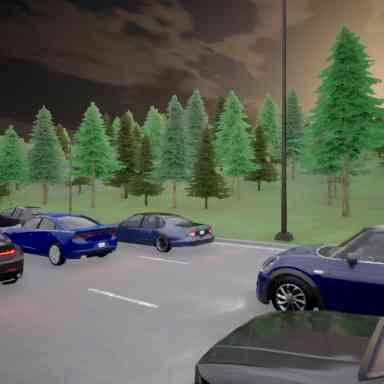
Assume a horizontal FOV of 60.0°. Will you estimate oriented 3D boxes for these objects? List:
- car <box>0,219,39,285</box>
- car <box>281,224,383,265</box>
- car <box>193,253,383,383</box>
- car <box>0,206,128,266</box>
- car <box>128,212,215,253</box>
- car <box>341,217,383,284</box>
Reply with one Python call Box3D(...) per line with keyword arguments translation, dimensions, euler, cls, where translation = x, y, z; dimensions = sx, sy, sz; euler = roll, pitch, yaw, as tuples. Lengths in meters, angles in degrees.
Box3D(translation=(-6.083, 1.505, 8.284), dimensions=(4.892, 1.490, 1.837), euler=(0, 0, 36), cls="car")
Box3D(translation=(3.447, 1.352, 5.792), dimensions=(4.553, 1.767, 2.097), euler=(0, 0, 36), cls="car")
Box3D(translation=(2.541, 1.547, 2.120), dimensions=(5.357, 1.411, 2.033), euler=(0, 0, 36), cls="car")
Box3D(translation=(-4.797, 1.478, 11.685), dimensions=(5.008, 1.535, 1.882), euler=(0, 0, 35), cls="car")
Box3D(translation=(-1.673, 1.547, 13.757), dimensions=(5.357, 1.411, 2.033), euler=(0, 0, 35), cls="car")
Box3D(translation=(6.401, 1.505, 7.997), dimensions=(4.892, 1.490, 1.837), euler=(0, 0, 36), cls="car")
